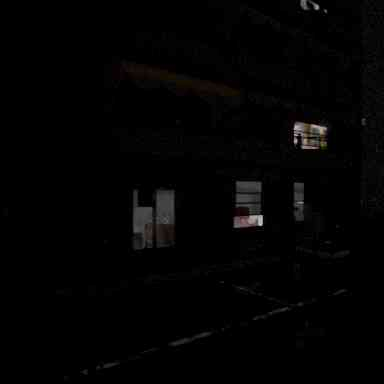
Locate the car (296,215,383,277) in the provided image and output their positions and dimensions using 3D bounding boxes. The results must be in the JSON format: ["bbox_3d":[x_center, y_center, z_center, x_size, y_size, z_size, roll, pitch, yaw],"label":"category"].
[{"bbox_3d":[5.013,1.580,10.209,4.206,1.307,1.802,0,0,-36],"label":"car"}]

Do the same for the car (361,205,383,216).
[{"bbox_3d":[16.791,1.882,32.071,1.895,1.301,4.718,0,-1,-36],"label":"car"}]
